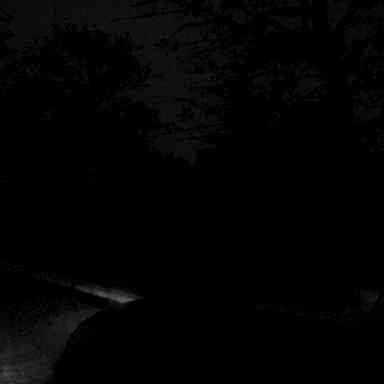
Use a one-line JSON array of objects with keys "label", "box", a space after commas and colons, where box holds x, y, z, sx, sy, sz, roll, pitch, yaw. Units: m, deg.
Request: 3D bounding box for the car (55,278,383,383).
[{"label": "car", "box": [0.809, 1.522, 2.798, 4.674, 1.442, 1.812, 0, 0, 35]}]
